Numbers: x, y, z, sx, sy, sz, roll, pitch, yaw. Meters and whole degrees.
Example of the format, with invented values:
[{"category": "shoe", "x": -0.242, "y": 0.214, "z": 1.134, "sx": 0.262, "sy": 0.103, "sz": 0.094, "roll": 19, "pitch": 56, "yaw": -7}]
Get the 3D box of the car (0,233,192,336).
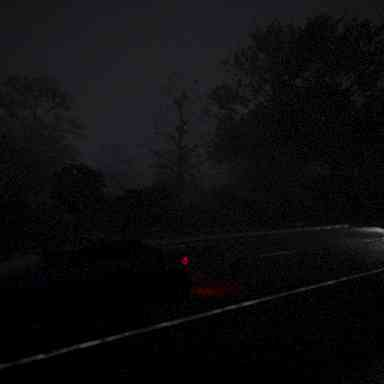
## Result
[{"category": "car", "x": -2.076, "y": 1.576, "z": 6.705, "sx": 4.181, "sy": 1.385, "sz": 1.994, "roll": 0, "pitch": 0, "yaw": -35}]
